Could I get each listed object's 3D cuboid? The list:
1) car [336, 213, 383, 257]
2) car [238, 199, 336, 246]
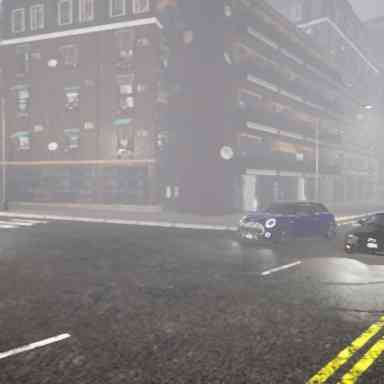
[{"bbox_3d":[6.976,1.471,11.711,1.994,1.385,4.181,1,1,44],"label":"car"},{"bbox_3d":[4.179,1.184,14.463,4.553,1.767,2.097,0,1,-33],"label":"car"}]
